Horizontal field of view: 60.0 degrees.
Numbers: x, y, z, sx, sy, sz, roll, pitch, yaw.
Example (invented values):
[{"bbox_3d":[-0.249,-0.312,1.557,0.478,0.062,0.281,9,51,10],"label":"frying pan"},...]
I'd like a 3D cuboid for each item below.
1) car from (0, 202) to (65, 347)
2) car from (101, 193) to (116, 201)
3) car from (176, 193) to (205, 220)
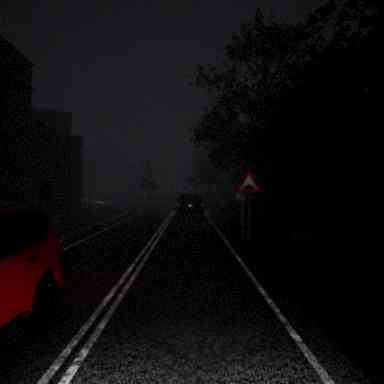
[{"bbox_3d":[-3.367,1.218,3.850,2.150,2.045,5.566,0,1,0],"label":"car"},{"bbox_3d":[-14.945,0.891,59.803,1.895,1.301,4.718,0,1,-3],"label":"car"},{"bbox_3d":[-0.146,1.095,27.305,2.150,2.045,5.566,0,1,0],"label":"car"}]
